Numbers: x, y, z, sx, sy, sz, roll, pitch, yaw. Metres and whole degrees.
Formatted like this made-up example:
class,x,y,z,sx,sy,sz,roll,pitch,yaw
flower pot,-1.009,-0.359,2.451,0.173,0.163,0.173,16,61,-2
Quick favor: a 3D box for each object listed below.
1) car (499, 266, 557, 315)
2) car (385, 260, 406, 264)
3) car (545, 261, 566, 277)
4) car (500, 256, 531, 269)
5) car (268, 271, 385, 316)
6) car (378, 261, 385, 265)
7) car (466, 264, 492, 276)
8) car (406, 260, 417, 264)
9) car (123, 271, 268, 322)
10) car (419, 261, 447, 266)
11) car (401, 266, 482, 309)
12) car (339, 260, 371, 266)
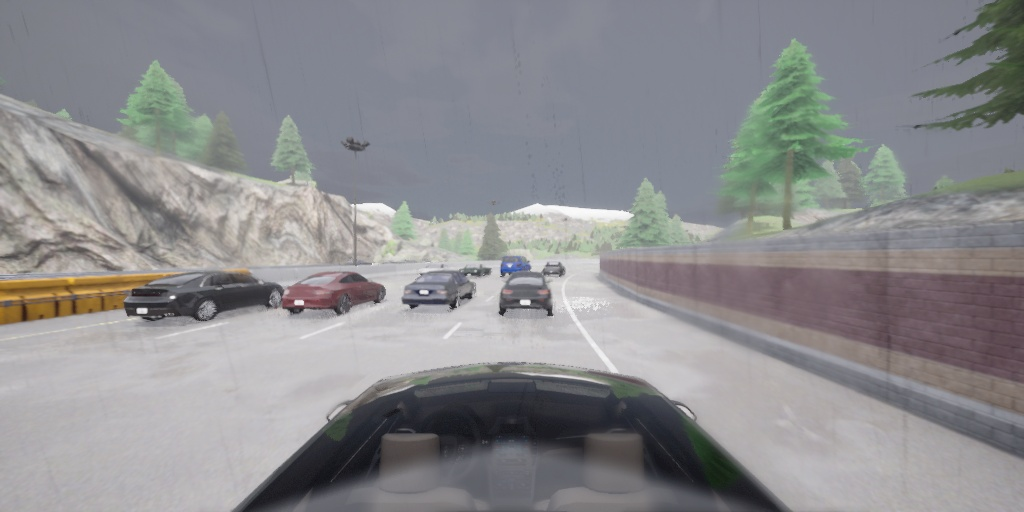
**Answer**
class,x,y,z,sx,sy,sz,roll,pitch,yaw
car,0.580,1.286,13.493,1.812,1.442,4.674,0,0,4
car,-16.112,1.284,53.609,2.128,1.511,4.902,0,0,19
car,4.251,1.272,35.633,2.128,1.511,4.902,0,0,14
car,0.415,1.000,34.825,2.150,2.045,5.566,0,0,13
car,-6.441,1.285,13.430,1.812,1.442,4.674,0,0,4
car,-19.063,1.357,55.781,1.994,1.385,4.181,0,0,19
car,-3.323,1.378,34.177,1.895,1.301,4.718,0,0,13
car,-12.891,1.393,52.292,1.895,1.301,4.718,0,0,19
car,-10.025,1.262,12.276,1.837,1.490,4.892,0,0,3
car,-6.900,1.378,34.188,1.895,1.301,4.718,0,0,13
car,-2.835,1.308,14.982,2.033,1.411,5.357,0,0,5
car,-23.433,1.339,53.846,2.033,1.411,5.357,0,0,18
